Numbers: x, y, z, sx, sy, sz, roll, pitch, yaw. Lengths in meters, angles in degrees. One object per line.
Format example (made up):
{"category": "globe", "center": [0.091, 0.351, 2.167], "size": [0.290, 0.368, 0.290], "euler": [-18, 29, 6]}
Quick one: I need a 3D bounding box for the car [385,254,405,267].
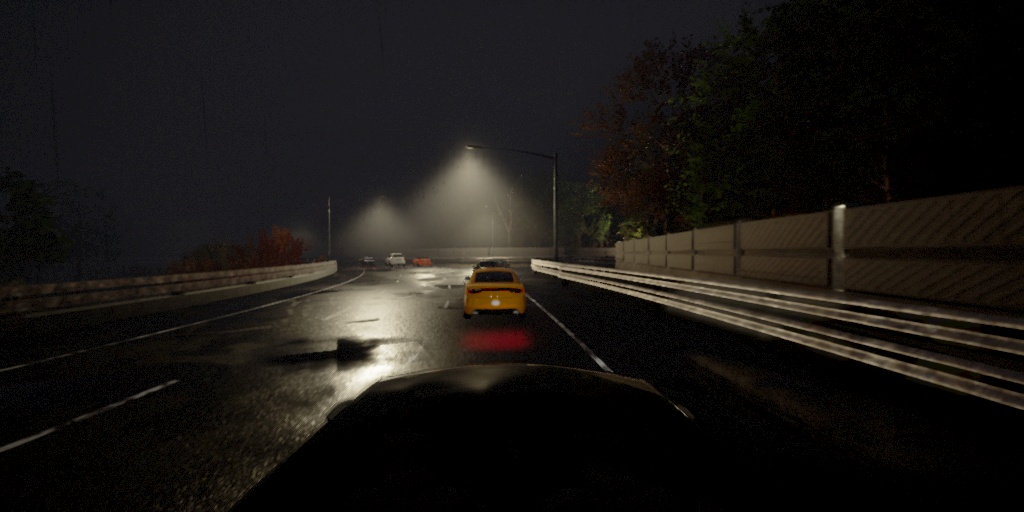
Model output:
{"category": "car", "center": [-17.971, 0.645, 55.080], "size": [2.150, 2.045, 5.566], "euler": [0, 0, -29]}

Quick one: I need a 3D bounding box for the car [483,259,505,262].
{"category": "car", "center": [-1.688, 1.091, 25.078], "size": [1.837, 1.490, 4.892], "euler": [0, 1, -4]}

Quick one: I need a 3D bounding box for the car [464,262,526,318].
{"category": "car", "center": [-0.650, 1.151, 12.615], "size": [1.882, 1.535, 5.008], "euler": [0, 1, -4]}

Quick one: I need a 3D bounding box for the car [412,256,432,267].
{"category": "car", "center": [-13.763, 0.765, 54.541], "size": [2.097, 1.767, 4.553], "euler": [0, 0, -27]}

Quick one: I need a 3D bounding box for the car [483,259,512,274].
{"category": "car", "center": [-1.449, 1.037, 38.267], "size": [2.033, 1.411, 5.357], "euler": [0, 0, 11]}

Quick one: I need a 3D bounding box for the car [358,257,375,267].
{"category": "car", "center": [-23.087, 0.920, 56.866], "size": [2.128, 1.511, 4.902], "euler": [0, 0, -31]}
